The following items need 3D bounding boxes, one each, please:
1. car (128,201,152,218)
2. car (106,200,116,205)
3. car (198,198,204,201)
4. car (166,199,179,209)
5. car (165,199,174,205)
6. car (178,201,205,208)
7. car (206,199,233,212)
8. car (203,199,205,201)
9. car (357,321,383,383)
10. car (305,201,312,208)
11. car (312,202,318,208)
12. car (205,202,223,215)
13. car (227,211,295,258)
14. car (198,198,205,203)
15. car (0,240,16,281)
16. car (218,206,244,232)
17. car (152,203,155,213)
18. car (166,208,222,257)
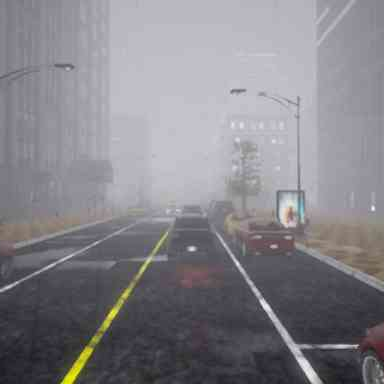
[{"bbox_3d":[-5.687,1.891,35.241,1.752,1.417,4.829,1,-1,0],"label":"car"},{"bbox_3d":[-17.261,1.939,65.371,4.507,1.381,1.887,1,-2,0],"label":"car"},{"bbox_3d":[2.685,2.481,90.004,1.887,1.381,4.507,1,-1,0],"label":"car"},{"bbox_3d":[-3.035,2.046,54.822,1.882,1.535,5.008,0,-1,1],"label":"car"},{"bbox_3d":[-5.694,2.403,84.324,1.752,1.417,4.829,1,-1,0],"label":"car"},{"bbox_3d":[0.018,1.803,28.504,1.837,1.490,4.892,0,0,1],"label":"car"},{"bbox_3d":[2.696,1.625,29.853,2.192,1.841,5.009,1,-1,0],"label":"car"},{"bbox_3d":[2.695,1.682,35.413,2.192,1.841,5.009,1,-1,0],"label":"car"},{"bbox_3d":[2.697,1.605,2.055,1.802,1.307,4.206,1,-1,0],"label":"car"},{"bbox_3d":[20.838,2.429,65.695,4.097,1.590,1.967,1,-2,0],"label":"car"},{"bbox_3d":[26.247,2.765,74.045,4.829,1.417,1.752,1,-2,0],"label":"car"},{"bbox_3d":[2.692,1.969,40.970,1.887,1.381,4.507,1,-1,0],"label":"car"},{"bbox_3d":[2.696,1.682,13.174,1.887,1.381,4.507,1,-1,0],"label":"car"},{"bbox_3d":[2.685,2.435,95.528,1.967,1.590,4.097,1,-1,0],"label":"car"},{"bbox_3d":[-5.684,1.663,7.614,1.802,1.307,4.206,1,-1,0],"label":"car"},{"bbox_3d":[2.696,1.722,18.903,1.752,1.417,4.829,1,-1,0],"label":"car"},{"bbox_3d":[-5.687,1.866,40.971,1.967,1.590,4.097,1,-1,0],"label":"car"},{"bbox_3d":[0.020,1.648,13.504,1.837,1.490,4.892,0,0,0],"label":"car"}]
